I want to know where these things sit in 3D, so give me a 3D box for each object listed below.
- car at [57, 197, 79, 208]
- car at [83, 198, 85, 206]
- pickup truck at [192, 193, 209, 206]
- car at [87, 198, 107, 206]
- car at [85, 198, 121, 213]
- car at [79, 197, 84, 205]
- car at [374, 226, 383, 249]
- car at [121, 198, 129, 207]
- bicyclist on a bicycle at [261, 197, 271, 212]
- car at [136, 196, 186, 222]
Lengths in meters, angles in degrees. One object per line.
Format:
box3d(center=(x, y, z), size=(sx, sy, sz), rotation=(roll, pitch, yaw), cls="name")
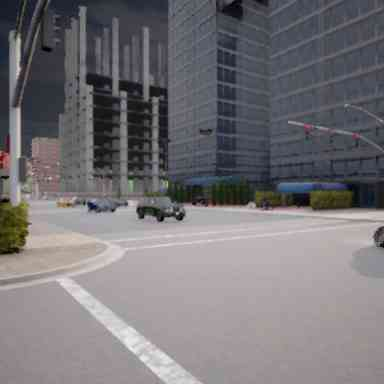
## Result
box3d(center=(-20.044, 1.707, 52.960), size=(1.882, 1.535, 5.008), rotation=(0, -1, -35), cls="car")
box3d(center=(-14.567, 1.701, 51.320), size=(2.128, 1.511, 4.902), rotation=(0, 0, -35), cls="car")
box3d(center=(1.397, 1.259, 57.401), size=(2.390, 2.098, 6.274), rotation=(0, 0, -4), cls="pickup truck")
box3d(center=(-17.690, 1.800, 61.828), size=(2.033, 1.411, 5.357), rotation=(0, 0, -35), cls="car")
box3d(center=(-10.613, 1.511, 39.285), size=(2.097, 1.767, 4.553), rotation=(0, 0, -35), cls="car")
box3d(center=(-20.544, 1.603, 59.802), size=(2.097, 1.767, 4.553), rotation=(0, 0, -35), cls="car")
box3d(center=(8.053, 1.553, 11.770), size=(1.812, 1.442, 4.674), rotation=(0, 0, 13), cls="car")
box3d(center=(-11.865, 1.704, 53.565), size=(2.128, 1.511, 4.902), rotation=(0, 0, -34), cls="car")
box3d(center=(8.307, 1.417, 37.464), size=(1.656, 1.620, 0.582), rotation=(0, 0, -35), cls="bicyclist on a bicycle")
box3d(center=(-2.711, 1.327, 27.946), size=(2.150, 2.045, 5.566), rotation=(0, 0, -35), cls="car")
